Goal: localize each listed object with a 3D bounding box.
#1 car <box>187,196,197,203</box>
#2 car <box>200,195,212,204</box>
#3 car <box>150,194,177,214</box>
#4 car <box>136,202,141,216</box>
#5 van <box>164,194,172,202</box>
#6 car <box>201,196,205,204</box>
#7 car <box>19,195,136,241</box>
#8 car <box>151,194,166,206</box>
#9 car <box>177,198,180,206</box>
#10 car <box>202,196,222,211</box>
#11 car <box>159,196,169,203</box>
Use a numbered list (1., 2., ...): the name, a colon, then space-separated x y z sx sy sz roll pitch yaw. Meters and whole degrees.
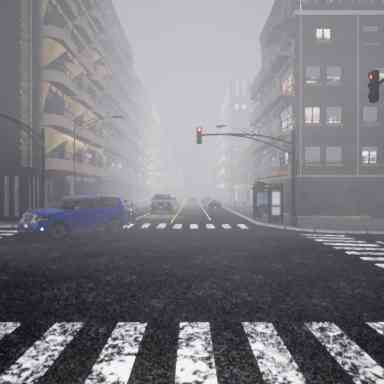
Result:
1. car: 0.046 1.561 69.642 1.994 1.385 4.181 0 0 0
2. car: 2.640 1.437 62.974 1.967 1.590 4.097 0 0 0
3. car: -3.130 1.218 35.734 2.150 2.045 5.566 0 0 0
4. car: -5.715 1.438 29.140 1.967 1.590 4.097 0 0 0
5. van: -5.753 1.337 79.889 1.690 1.788 3.998 0 0 0
6. car: 2.653 1.542 46.057 1.887 1.381 4.507 0 0 0
7. car: -5.888 1.211 17.301 2.150 2.045 5.566 2 0 36
8. car: -5.737 1.312 57.333 2.192 1.841 5.009 0 0 0
9. car: -3.117 1.503 54.383 1.837 1.490 4.892 0 0 0
10. car: 2.657 1.548 40.419 2.008 1.369 4.403 0 0 0
11. car: -5.744 1.522 68.441 1.752 1.417 4.829 0 0 0
